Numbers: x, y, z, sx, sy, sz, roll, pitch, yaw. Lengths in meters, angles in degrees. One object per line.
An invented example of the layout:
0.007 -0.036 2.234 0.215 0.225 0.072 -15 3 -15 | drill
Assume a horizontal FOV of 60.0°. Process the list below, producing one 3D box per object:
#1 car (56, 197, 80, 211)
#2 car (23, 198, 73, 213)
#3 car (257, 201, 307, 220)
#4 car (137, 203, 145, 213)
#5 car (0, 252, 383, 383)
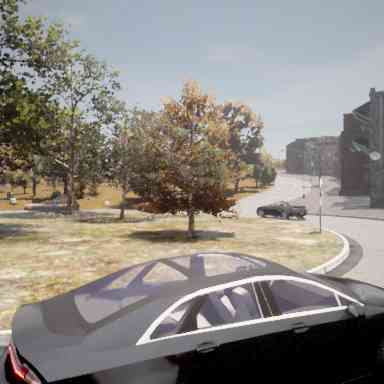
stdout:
-15.614 1.323 39.327 4.553 1.767 2.097 0 0 -20 | car
-15.602 1.560 35.813 4.718 1.301 1.895 1 0 -23 | car
7.560 1.510 28.459 2.128 1.511 4.902 0 0 -28 | car
-3.802 1.432 36.910 4.553 1.767 2.097 0 0 17 | car
0.575 1.491 3.835 4.902 1.511 2.128 0 0 -26 | car
